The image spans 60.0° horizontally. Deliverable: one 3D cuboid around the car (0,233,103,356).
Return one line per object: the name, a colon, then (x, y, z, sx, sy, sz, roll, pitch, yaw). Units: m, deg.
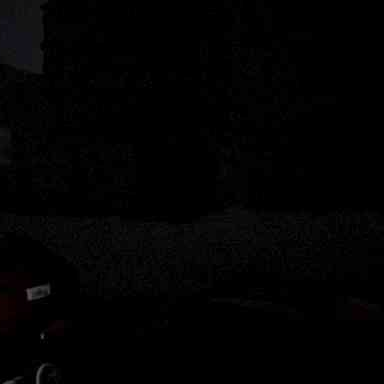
car: (-4.153, 1.515, 6.220, 4.792, 1.488, 2.163, 0, 0, 35)
